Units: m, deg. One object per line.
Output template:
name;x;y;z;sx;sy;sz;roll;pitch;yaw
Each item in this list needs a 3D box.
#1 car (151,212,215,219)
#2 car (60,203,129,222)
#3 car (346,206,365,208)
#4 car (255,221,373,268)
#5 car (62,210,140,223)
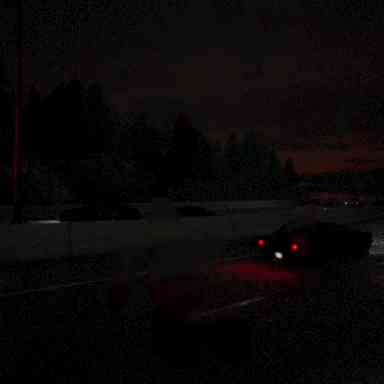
car;-0.547;1.621;21.476;4.892;1.490;1.837;1;-1;-40
car;-8.288;1.682;28.574;5.357;1.411;2.033;0;0;-34
car;25.773;1.697;52.694;2.097;1.767;4.553;0;-1;39
car;4.436;1.674;11.659;4.718;1.301;1.895;0;0;-38
car;-5.819;1.701;21.073;4.718;1.301;1.895;0;0;-36
